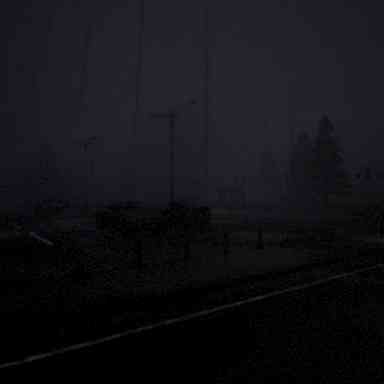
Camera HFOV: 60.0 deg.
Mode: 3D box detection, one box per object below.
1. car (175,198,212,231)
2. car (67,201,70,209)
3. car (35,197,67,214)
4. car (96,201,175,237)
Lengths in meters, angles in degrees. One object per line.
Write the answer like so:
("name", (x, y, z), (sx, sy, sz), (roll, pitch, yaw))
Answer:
("car", (-0.777, 1.318, 19.297), (2.007, 1.523, 4.514), (0, 0, -36))
("car", (-16.030, 1.352, 40.395), (1.845, 1.501, 3.633), (0, 0, -36))
("car", (-14.101, 1.369, 32.634), (1.970, 1.475, 3.806), (0, 0, -36))
("car", (-3.289, 1.315, 17.418), (2.152, 1.636, 5.027), (0, 0, -36))
